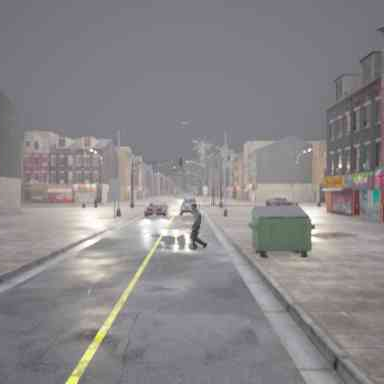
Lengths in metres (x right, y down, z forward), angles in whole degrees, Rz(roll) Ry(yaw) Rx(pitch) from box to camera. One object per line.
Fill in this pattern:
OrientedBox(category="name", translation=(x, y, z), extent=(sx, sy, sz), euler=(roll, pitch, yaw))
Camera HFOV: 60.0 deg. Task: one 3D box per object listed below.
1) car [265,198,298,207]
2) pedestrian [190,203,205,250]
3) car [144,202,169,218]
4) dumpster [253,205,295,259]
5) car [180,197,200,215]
OrientedBox(category="car", translation=(11.949, 1.411, 44.501), extent=(4.313, 1.339, 1.947), euler=(0, 0, 0))
OrientedBox(category="pedestrian", translation=(0.169, 1.259, 12.507), extent=(0.375, 1.860, 0.375), euler=(0, 0, -11))
OrientedBox(category="car", translation=(-3.078, 1.527, 29.475), extent=(1.895, 1.301, 4.718), euler=(0, 0, 0))
OrientedBox(category="dumpster", translation=(2.899, 1.363, 12.008), extent=(1.020, 1.700, 1.940), euler=(0, 0, -1))
OrientedBox(category="car", translation=(-0.209, 1.468, 32.136), extent=(2.033, 1.411, 5.357), euler=(0, 0, 0))
